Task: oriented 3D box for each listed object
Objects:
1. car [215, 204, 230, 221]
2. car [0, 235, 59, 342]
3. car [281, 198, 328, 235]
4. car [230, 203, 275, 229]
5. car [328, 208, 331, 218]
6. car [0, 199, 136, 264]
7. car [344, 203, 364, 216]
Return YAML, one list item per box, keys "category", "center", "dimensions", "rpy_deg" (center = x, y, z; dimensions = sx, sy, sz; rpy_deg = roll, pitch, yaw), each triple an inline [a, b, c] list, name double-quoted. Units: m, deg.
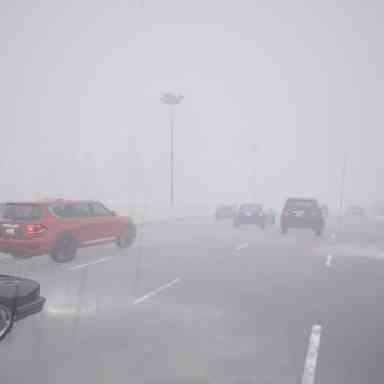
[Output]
- category: "car"
  center: [3.600, 1.806, 30.179]
  dimensions: [2.128, 1.511, 4.902]
  rpy_deg: [0, -1, 24]
- category: "car"
  center: [-4.373, 1.565, 3.725]
  dimensions: [2.033, 1.411, 5.357]
  rpy_deg: [0, 0, 24]
- category: "car"
  center: [6.807, 1.389, 20.187]
  dimensions: [2.150, 2.045, 5.566]
  rpy_deg: [0, -1, 24]
- category: "car"
  center: [4.582, 1.564, 23.783]
  dimensions: [2.097, 1.767, 4.553]
  rpy_deg: [0, -1, 24]
- category: "car"
  center: [13.974, 2.026, 36.246]
  dimensions: [2.033, 1.411, 5.357]
  rpy_deg: [0, -1, 24]
- category: "car"
  center: [-4.333, 1.285, 12.404]
  dimensions: [2.150, 2.045, 5.566]
  rpy_deg: [0, 0, 24]
- category: "car"
  center: [19.272, 2.044, 39.526]
  dimensions: [1.882, 1.535, 5.008]
  rpy_deg: [0, -1, 24]
